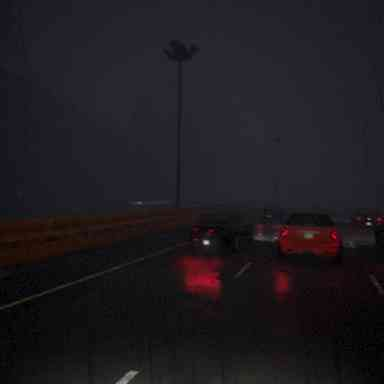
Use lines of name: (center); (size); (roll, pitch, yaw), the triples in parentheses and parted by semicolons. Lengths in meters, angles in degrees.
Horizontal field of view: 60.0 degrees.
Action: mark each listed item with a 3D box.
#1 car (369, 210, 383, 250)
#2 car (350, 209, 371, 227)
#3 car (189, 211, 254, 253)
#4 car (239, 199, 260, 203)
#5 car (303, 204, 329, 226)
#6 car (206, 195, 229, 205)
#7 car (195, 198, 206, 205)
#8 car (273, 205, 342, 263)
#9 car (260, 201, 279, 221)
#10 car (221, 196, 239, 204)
car: (8.354, 1.680, 12.858); (1.882, 1.535, 5.008); (1, 0, 22)
car: (13.135, 1.940, 25.188); (1.895, 1.301, 4.718); (1, 0, 22)
car: (1.411, 1.591, 14.334); (1.837, 1.490, 4.892); (1, 0, 22)
car: (10.800, 1.932, 59.344); (2.128, 1.511, 4.902); (1, 0, 33)
car: (10.378, 1.826, 27.660); (1.812, 1.442, 4.674); (1, 0, 23)
car: (5.499, 1.585, 64.086); (2.150, 2.045, 5.566); (1, 0, 33)
car: (2.497, 1.918, 65.821); (1.895, 1.301, 4.718); (1, 0, 32)
car: (4.633, 1.488, 12.959); (2.097, 1.767, 4.553); (1, 0, 22)
car: (7.100, 1.772, 28.887); (1.812, 1.442, 4.674); (1, 0, 23)
car: (7.997, 1.946, 61.534); (2.033, 1.411, 5.357); (1, 0, 33)
